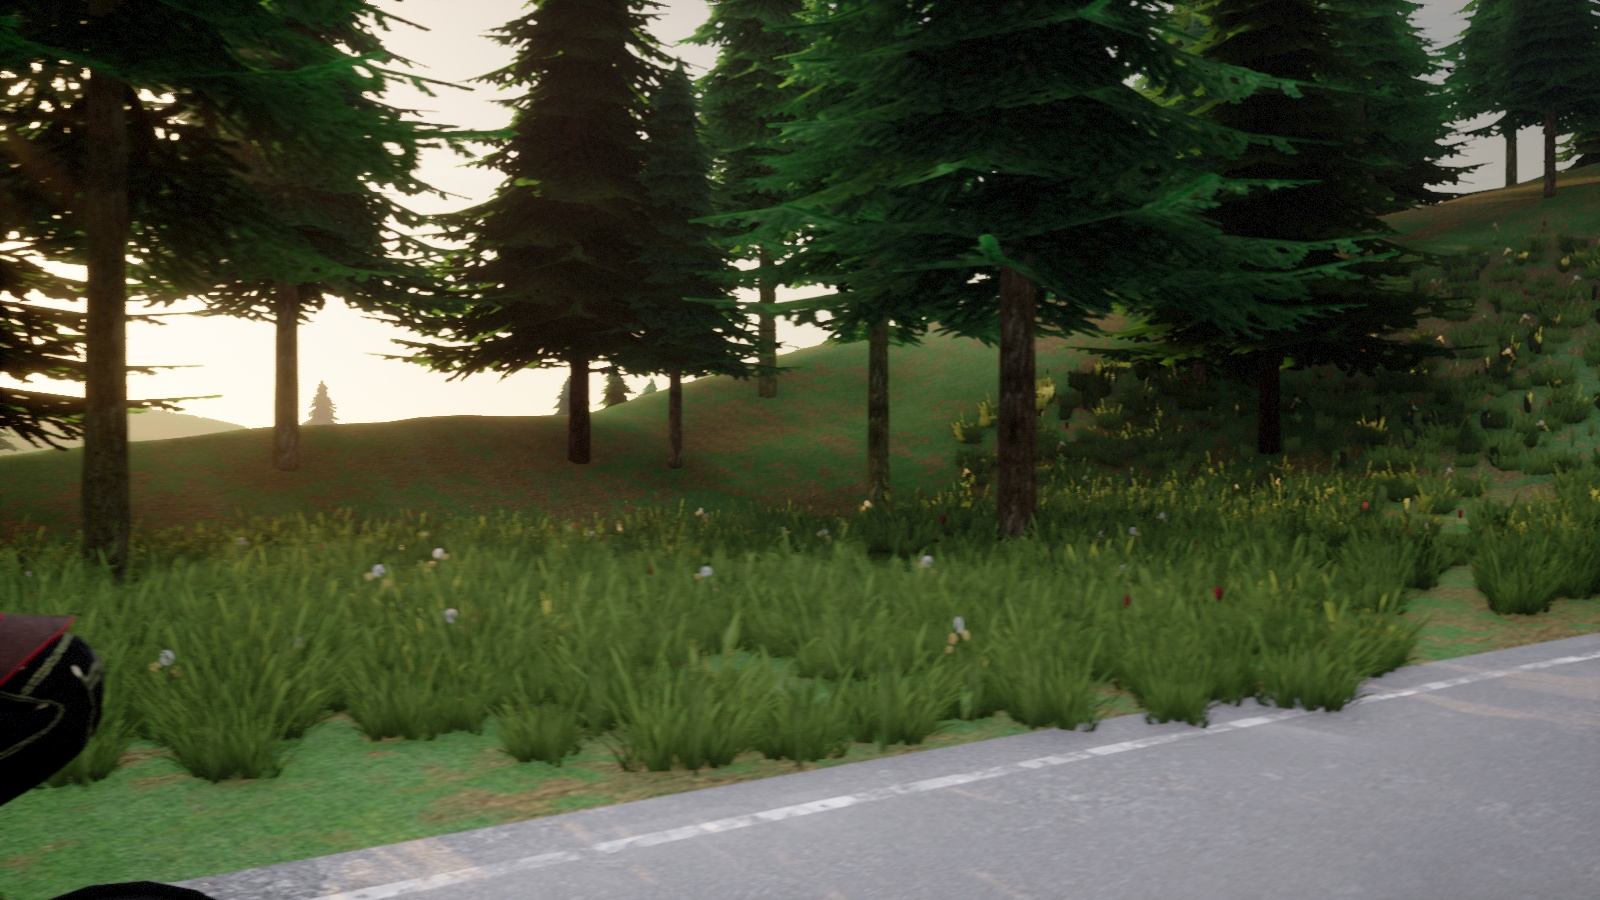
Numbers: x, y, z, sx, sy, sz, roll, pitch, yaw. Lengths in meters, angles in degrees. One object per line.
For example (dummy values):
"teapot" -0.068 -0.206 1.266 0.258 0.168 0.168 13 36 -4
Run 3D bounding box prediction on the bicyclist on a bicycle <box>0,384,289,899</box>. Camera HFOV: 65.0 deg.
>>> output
"bicyclist on a bicycle" -1.779 0.706 2.055 1.656 1.620 0.582 0 0 -35
